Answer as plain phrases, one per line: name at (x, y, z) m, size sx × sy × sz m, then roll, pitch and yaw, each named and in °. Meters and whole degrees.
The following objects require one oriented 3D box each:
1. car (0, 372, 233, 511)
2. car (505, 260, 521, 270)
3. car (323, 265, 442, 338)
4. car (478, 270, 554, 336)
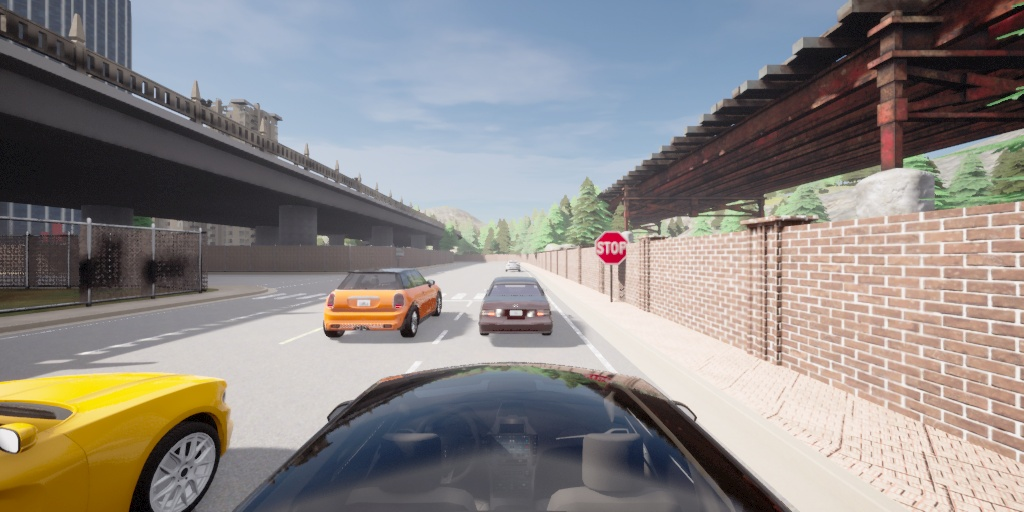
car at (-3.398, 1.228, 1.114) m, size 1.882 × 1.535 × 5.008 m, roll 0°, pitch 0°, yaw 0°
car at (0.125, 1.276, 46.264) m, size 1.812 × 1.442 × 4.674 m, roll 0°, pitch 0°, yaw -1°
car at (-3.411, 1.102, 10.371) m, size 2.097 × 1.767 × 4.553 m, roll 0°, pitch 0°, yaw 0°
car at (0.090, 1.297, 10.390) m, size 2.033 × 1.411 × 5.357 m, roll 0°, pitch 0°, yaw 0°
